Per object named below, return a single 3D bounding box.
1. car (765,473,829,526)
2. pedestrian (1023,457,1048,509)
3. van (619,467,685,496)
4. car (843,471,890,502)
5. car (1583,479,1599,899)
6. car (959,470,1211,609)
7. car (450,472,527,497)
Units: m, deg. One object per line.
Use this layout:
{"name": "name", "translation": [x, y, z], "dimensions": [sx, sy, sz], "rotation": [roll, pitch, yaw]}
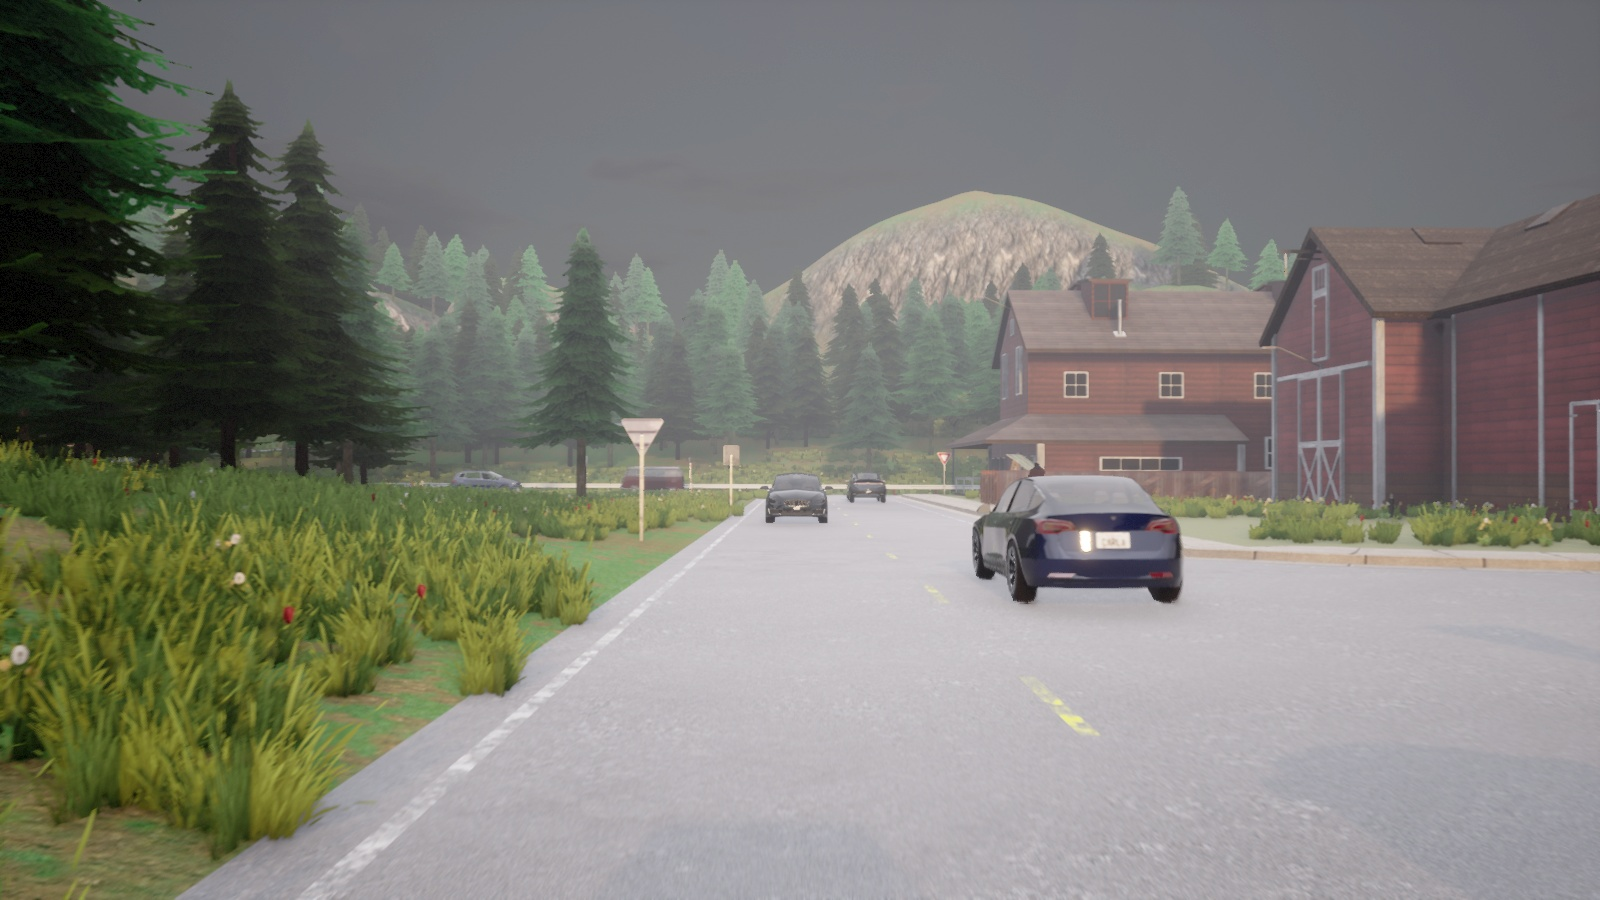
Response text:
{"name": "car", "translation": [-0.083, 1.465, 38.566], "dimensions": [1.837, 1.490, 4.892], "rotation": [0, -1, 0]}
{"name": "pedestrian", "translation": [8.494, 1.195, 45.335], "dimensions": [0.634, 1.844, 0.899], "rotation": [0, -1, -8]}
{"name": "van", "translation": [-10.330, 2.218, 87.834], "dimensions": [4.442, 1.987, 1.775], "rotation": [0, -1, 0]}
{"name": "car", "translation": [3.361, 1.830, 64.105], "dimensions": [2.128, 1.511, 4.902], "rotation": [0, -1, 0]}
{"name": "car", "translation": [3.498, 0.805, 1.570], "dimensions": [1.882, 1.535, 5.008], "rotation": [0, -1, 0]}
{"name": "car", "translation": [3.463, 1.030, 16.328], "dimensions": [2.163, 1.488, 4.792], "rotation": [-1, 0, 0]}
{"name": "car", "translation": [-20.860, 2.294, 84.294], "dimensions": [4.611, 1.667, 2.242], "rotation": [0, -1, 0]}
